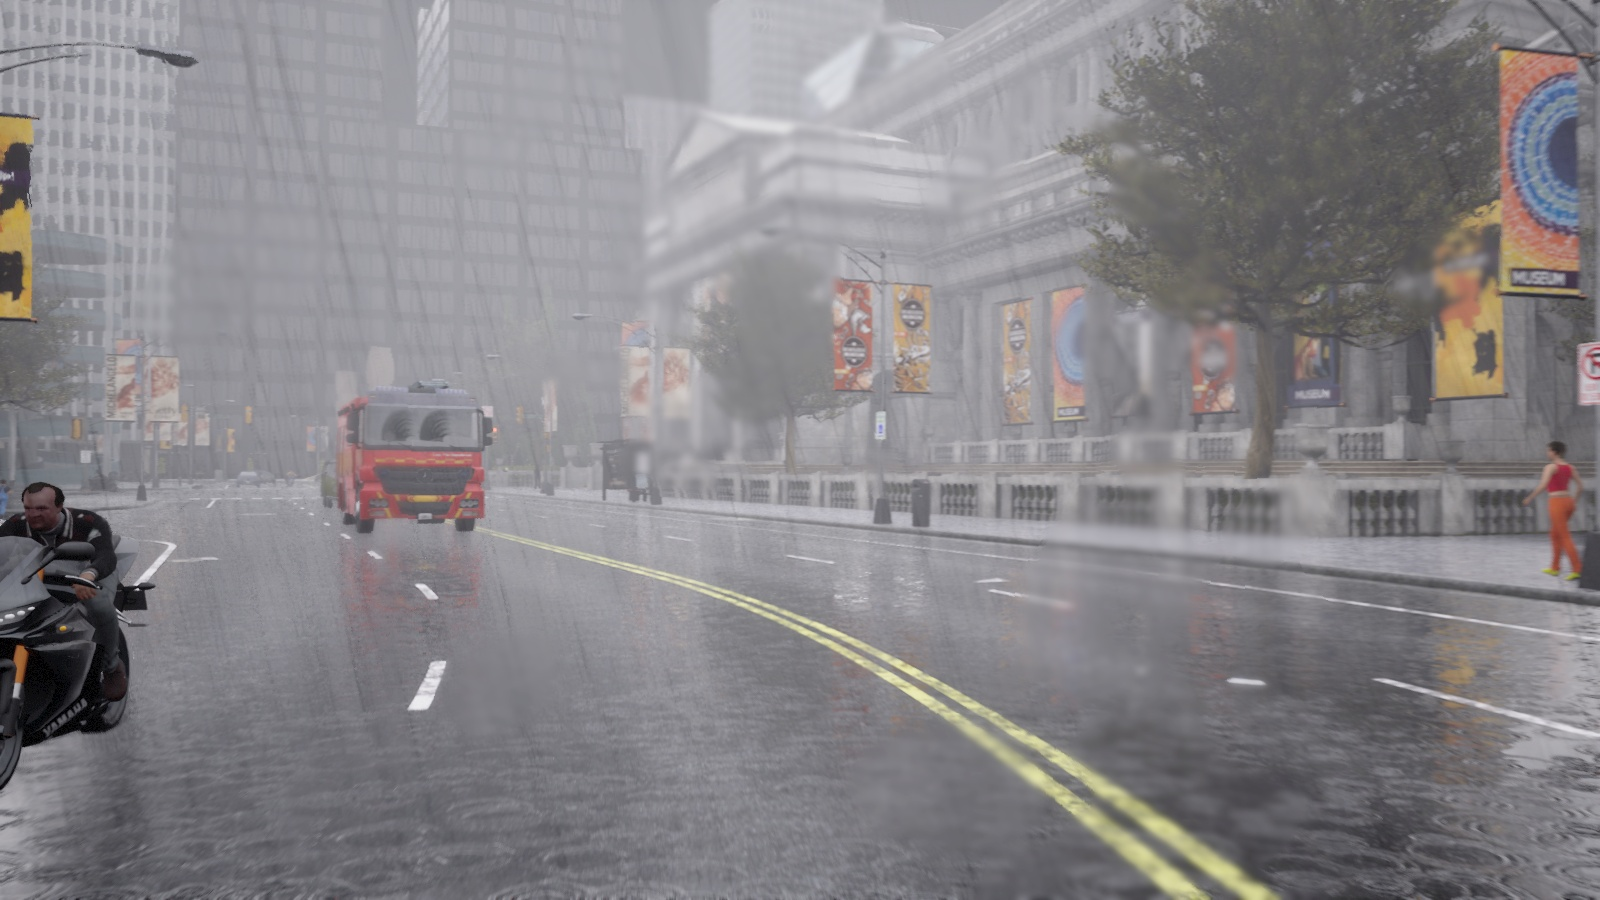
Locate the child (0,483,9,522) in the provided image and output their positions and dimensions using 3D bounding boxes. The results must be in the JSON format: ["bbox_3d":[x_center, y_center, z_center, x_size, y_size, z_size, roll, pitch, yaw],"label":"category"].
[{"bbox_3d":[-26.074,1.715,41.037,0.270,1.263,0.437,0,-1,-20],"label":"child"}]

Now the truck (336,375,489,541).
[{"bbox_3d":[-10.527,0.263,33.451,2.891,3.827,8.468,0,-1,-24],"label":"truck"}]

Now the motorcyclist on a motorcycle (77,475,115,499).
[{"bbox_3d":[-46.062,2.404,82.193,2.044,1.523,0.797,0,0,-19],"label":"motorcyclist on a motorcycle"}]

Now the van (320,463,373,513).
[{"bbox_3d":[-18.886,1.536,52.185,1.775,1.987,4.442,0,-1,-24],"label":"van"}]

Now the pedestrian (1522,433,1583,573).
[{"bbox_3d":[10.084,0.703,16.840,0.345,1.836,0.594,0,-1,-22],"label":"pedestrian"}]

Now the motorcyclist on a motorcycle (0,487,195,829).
[{"bbox_3d":[-4.051,0.984,6.781,0.866,1.530,2.191,0,-1,-10],"label":"motorcyclist on a motorcycle"}]
